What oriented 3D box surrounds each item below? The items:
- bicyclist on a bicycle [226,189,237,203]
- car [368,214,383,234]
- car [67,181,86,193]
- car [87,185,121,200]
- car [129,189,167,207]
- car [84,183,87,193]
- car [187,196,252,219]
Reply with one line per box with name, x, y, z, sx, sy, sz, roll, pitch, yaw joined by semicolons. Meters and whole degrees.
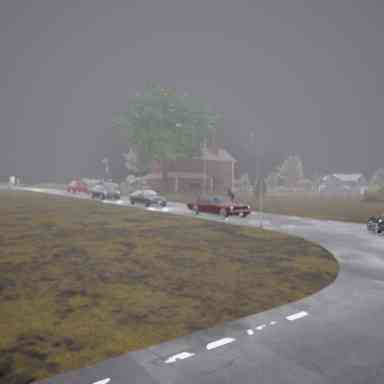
bicyclist on a bicycle;3.421;0.584;29.780;1.656;1.620;0.582;0;2;-36
car;9.290;1.282;13.700;1.812;1.442;4.674;2;2;-4
car;-19.516;-0.886;56.482;2.150;2.045;5.566;0;2;-36
car;-9.916;-0.038;38.162;2.097;1.767;4.553;0;2;-36
car;-4.073;0.498;29.977;1.812;1.442;4.674;0;2;-36
car;-13.835;-0.255;48.629;1.812;1.442;4.674;0;2;-35
car;1.708;0.942;21.882;1.895;1.301;4.718;0;2;-36
